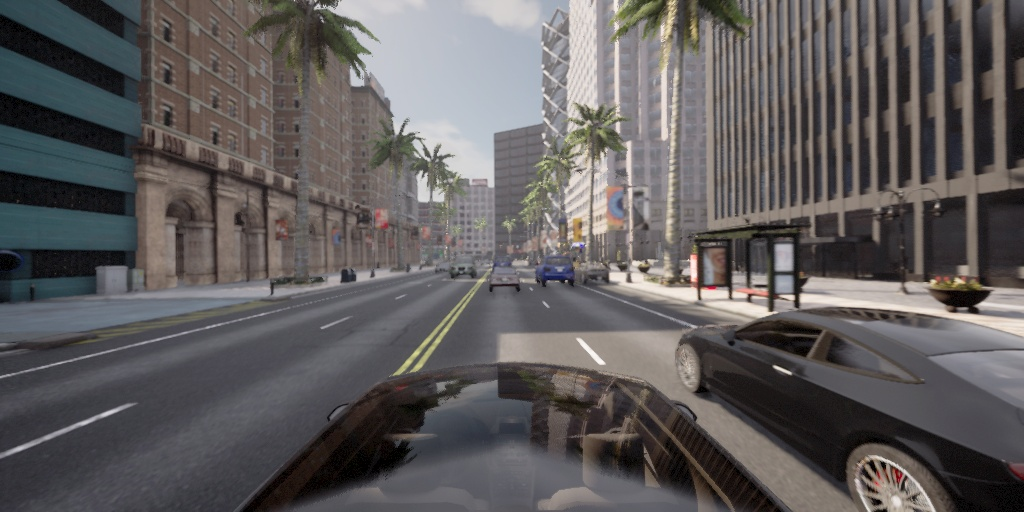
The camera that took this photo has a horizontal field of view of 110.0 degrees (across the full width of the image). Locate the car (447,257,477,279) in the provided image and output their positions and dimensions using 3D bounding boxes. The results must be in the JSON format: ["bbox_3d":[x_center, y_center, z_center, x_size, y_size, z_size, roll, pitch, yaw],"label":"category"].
[{"bbox_3d":[-4.550,1.093,34.479,2.150,2.045,5.566,-1,0,-2],"label":"car"}]

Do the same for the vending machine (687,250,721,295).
[{"bbox_3d":[10.409,0.883,19.496,1.100,2.100,0.880,0,0,-2],"label":"vending machine"}]

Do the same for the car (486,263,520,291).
[{"bbox_3d":[-0.476,1.352,22.364,2.033,1.411,5.357,-1,0,-2],"label":"car"}]

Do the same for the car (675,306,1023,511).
[{"bbox_3d":[3.426,1.246,3.657,1.812,1.442,4.674,-1,0,0],"label":"car"}]

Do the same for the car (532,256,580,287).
[{"bbox_3d":[2.935,0.998,25.193,2.150,2.045,5.566,-1,0,-2],"label":"car"}]

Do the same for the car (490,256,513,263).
[{"bbox_3d":[-1.032,1.074,40.312,2.150,2.045,5.566,-1,0,-2],"label":"car"}]

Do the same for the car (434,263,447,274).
[{"bbox_3d":[-8.346,1.501,44.656,1.994,1.385,4.181,-1,0,-2],"label":"car"}]
